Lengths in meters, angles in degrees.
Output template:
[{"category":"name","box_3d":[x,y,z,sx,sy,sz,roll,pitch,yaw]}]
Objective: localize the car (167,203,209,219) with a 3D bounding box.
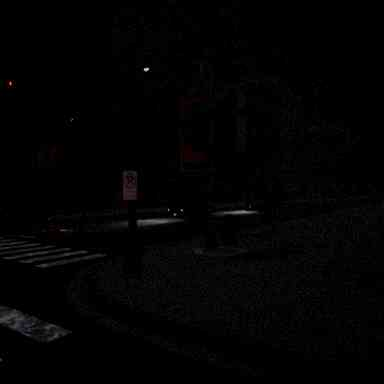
[{"category":"car","box_3d":[-0.195,1.639,30.301,1.895,1.301,4.718,0,0,35]}]

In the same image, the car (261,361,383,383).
[{"category":"car","box_3d":[2.176,1.551,1.294,4.403,1.369,2.008,0,0,36]}]

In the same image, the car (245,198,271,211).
[{"category":"car","box_3d":[8.449,1.561,42.500,2.128,1.511,4.902,0,0,36]}]

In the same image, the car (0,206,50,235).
[{"category":"car","box_3d":[-9.734,1.502,16.798,2.128,1.511,4.902,0,0,35]}]
